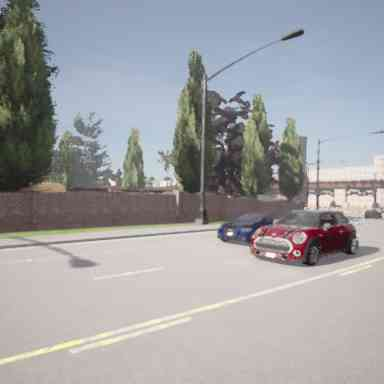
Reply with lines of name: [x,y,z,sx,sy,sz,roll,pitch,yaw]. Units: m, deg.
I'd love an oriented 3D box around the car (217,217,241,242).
car: [3.129,1.665,15.794,4.181,1.385,1.994,1,-1,-42]

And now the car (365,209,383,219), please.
car: [27.493,3.354,50.467,2.033,1.411,5.357,1,-2,20]

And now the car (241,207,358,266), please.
car: [4.147,1.434,12.014,4.553,1.767,2.097,1,-1,-42]
